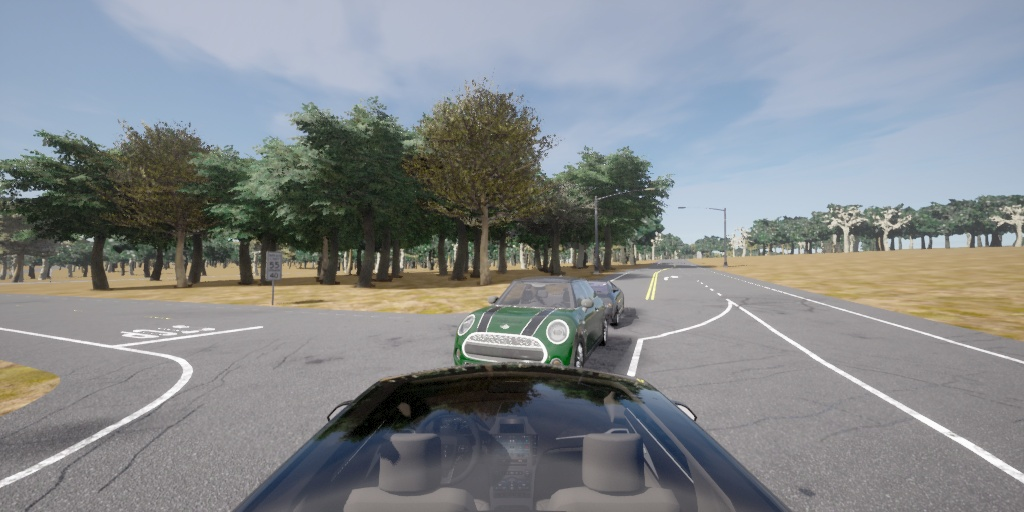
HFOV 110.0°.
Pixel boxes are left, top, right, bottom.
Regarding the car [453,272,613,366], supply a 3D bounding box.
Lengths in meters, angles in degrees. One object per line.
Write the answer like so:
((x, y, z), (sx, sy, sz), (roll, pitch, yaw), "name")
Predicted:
((0.676, 1.222, 7.478), (2.097, 1.767, 4.553), (-1, -2, 22), "car")

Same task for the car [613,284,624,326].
((2.897, 1.554, 12.912), (1.994, 1.385, 4.181), (-2, 0, 22), "car")
